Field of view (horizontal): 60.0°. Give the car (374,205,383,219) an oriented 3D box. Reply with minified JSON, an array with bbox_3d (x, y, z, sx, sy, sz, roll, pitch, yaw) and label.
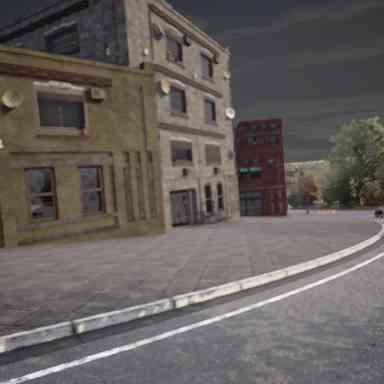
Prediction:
[{"bbox_3d":[21.047,2.111,35.715,2.033,1.411,5.357,-3,-3,15],"label":"car"}]
